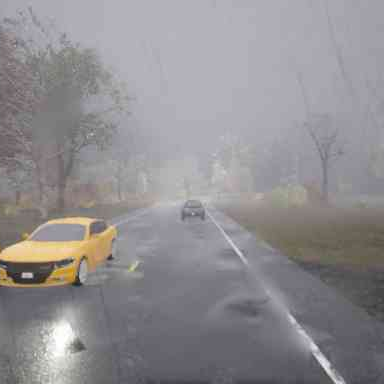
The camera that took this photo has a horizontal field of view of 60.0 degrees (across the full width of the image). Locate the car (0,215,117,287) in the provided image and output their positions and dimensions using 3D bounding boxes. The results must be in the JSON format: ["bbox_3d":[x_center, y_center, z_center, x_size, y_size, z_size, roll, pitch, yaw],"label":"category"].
[{"bbox_3d":[-3.504,1.502,9.566,1.882,1.535,5.008,0,0,0],"label":"car"}]

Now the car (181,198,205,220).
[{"bbox_3d":[0.092,1.503,28.163,2.128,1.511,4.902,0,0,0],"label":"car"}]
